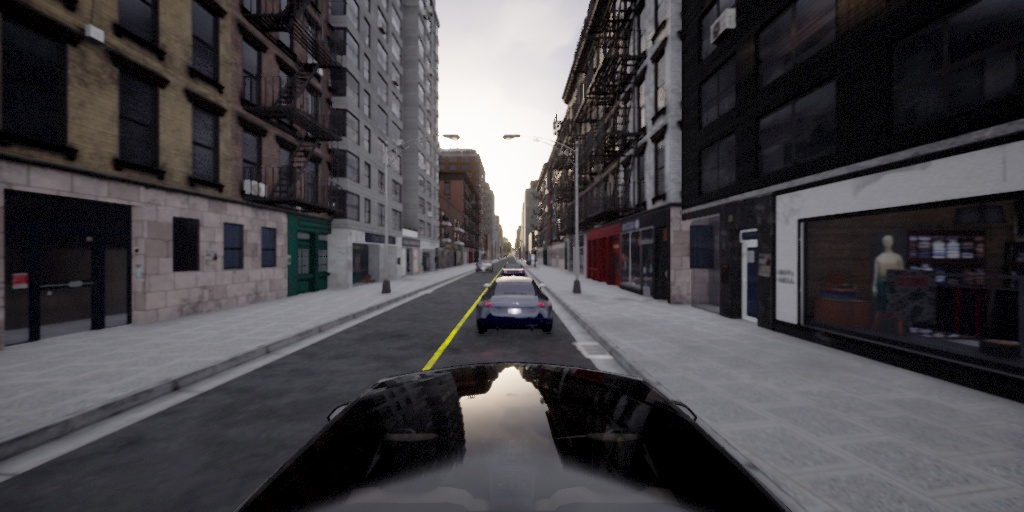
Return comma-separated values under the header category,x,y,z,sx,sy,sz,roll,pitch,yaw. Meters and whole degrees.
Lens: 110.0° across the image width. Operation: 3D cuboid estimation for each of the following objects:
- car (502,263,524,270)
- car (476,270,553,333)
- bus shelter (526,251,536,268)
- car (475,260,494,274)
category,x,y,z,sx,sy,sz,roll,pitch,yaw
car,0.108,1.298,31.172,1.895,1.301,4.718,0,0,0
car,0.078,1.290,10.646,1.994,1.385,4.181,0,0,0
bus shelter,3.164,0.582,57.143,1.920,2.740,3.880,0,0,0
car,-3.073,1.190,40.938,2.128,1.511,4.902,0,0,0
